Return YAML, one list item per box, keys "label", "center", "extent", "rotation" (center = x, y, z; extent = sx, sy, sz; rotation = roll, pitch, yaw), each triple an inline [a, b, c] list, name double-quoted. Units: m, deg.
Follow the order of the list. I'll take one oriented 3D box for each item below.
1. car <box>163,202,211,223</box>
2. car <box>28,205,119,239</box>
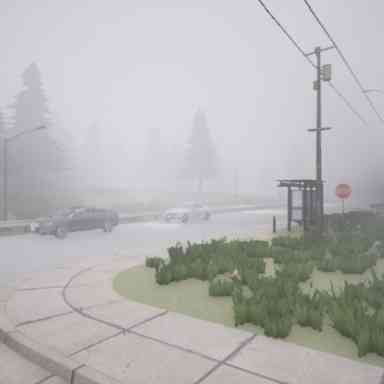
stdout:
- label: "car"
  center: [-0.252, 1.522, 25.786]
  extent: [1.812, 1.442, 4.674]
  rotation: [0, 0, 36]
- label: "car"
  center: [-6.093, 1.488, 17.710]
  extent: [2.128, 1.511, 4.902]
  rotation: [0, 0, 36]
